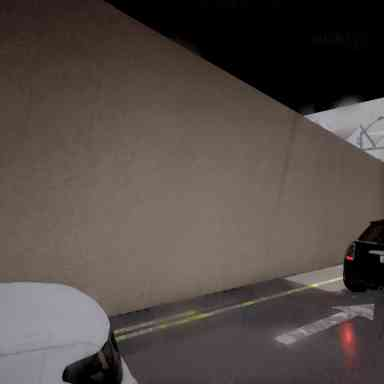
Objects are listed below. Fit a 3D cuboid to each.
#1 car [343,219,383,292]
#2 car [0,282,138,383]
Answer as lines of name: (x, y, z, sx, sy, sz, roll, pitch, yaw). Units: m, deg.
car: (5.556, 1.352, 7.726, 4.553, 1.767, 2.097, 0, 0, -36)
car: (-3.040, 1.221, 1.620, 5.566, 2.045, 2.150, 0, 0, -36)
